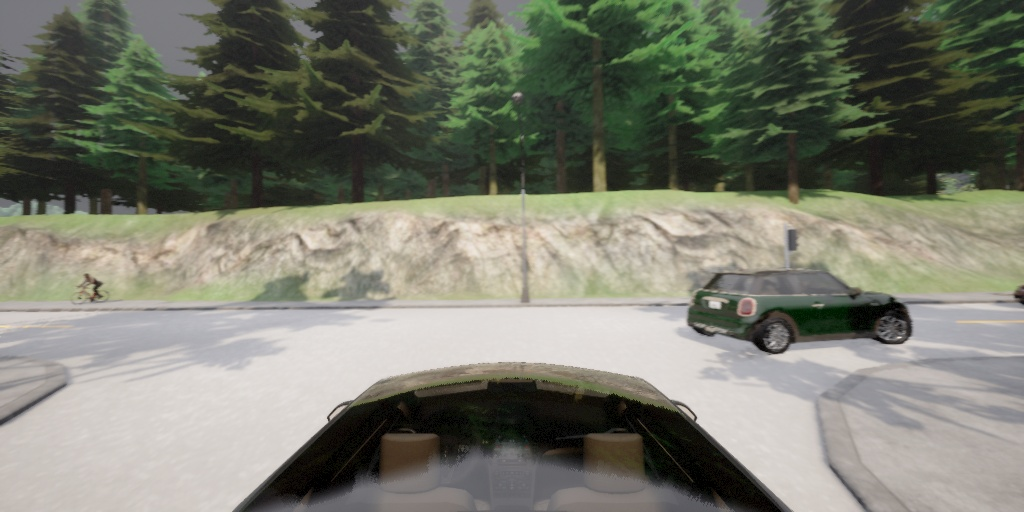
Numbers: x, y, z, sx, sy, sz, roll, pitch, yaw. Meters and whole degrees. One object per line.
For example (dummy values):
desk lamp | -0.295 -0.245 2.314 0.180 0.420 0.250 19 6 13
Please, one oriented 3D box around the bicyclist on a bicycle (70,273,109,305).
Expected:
bicyclist on a bicycle | -22.644 1.756 19.251 0.582 1.620 1.656 -1 0 4

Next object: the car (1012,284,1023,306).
car | 19.810 1.042 11.781 4.674 1.442 1.812 -1 -1 4

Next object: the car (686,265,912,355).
car | 6.595 1.069 8.399 4.553 1.767 2.097 -1 0 -11
